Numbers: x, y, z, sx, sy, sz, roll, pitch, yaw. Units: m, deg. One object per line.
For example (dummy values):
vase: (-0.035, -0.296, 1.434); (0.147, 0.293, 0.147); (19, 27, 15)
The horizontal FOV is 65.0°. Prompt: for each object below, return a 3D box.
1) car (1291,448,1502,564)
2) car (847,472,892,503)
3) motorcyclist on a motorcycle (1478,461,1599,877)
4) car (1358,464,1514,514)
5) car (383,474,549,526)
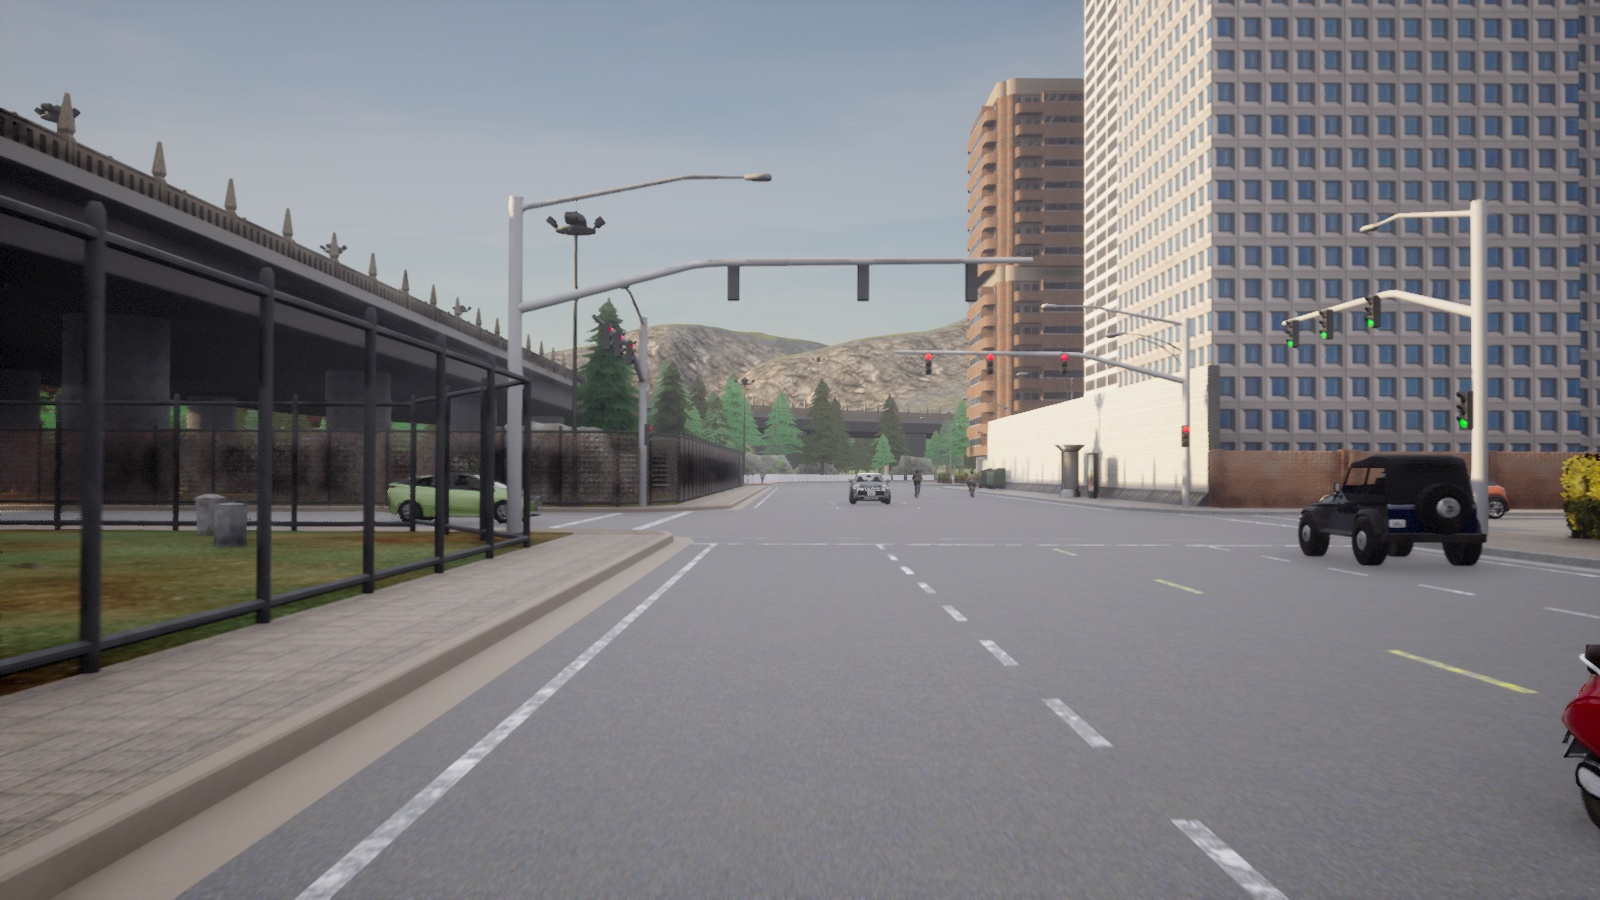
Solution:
car: (10.443, 0.943, 22.333); (1.905, 1.878, 3.866); (0, -1, 0)
car: (3.351, 1.784, 60.752); (1.970, 1.475, 3.806); (0, -1, 0)
motorcyclist on a motorcycle: (3.488, 0.833, 4.732); (0.866, 1.590, 1.817); (0, -1, 0)
car: (22.936, 1.397, 45.394); (4.553, 1.767, 2.097); (0, -1, 0)
car: (-10.108, 1.497, 38.239); (4.514, 1.525, 2.007); (0, -1, 0)
